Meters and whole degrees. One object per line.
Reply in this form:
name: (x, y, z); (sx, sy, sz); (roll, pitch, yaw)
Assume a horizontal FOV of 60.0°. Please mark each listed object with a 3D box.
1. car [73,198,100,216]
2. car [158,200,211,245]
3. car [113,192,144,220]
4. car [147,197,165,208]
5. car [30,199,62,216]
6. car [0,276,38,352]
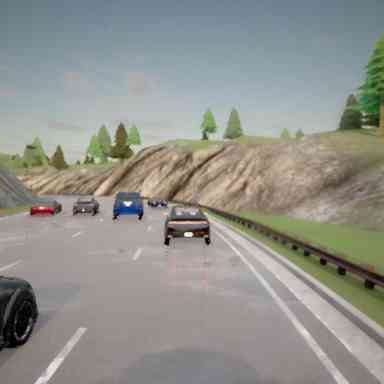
car: (-9.122, 1.225, 28.874); (2.128, 1.511, 4.902); (0, 1, -11)
car: (-0.288, 1.354, 14.905); (2.128, 1.511, 4.902); (0, 1, -4)
car: (-4.961, 0.982, 26.085); (2.150, 2.045, 5.566); (0, 1, -9)
car: (-4.222, 1.236, 39.677); (1.895, 1.301, 4.718); (0, 1, -14)
car: (-12.871, 1.292, 29.473); (1.994, 1.385, 4.181); (0, 1, -12)
car: (-3.409, 1.530, 3.554); (1.994, 1.385, 4.181); (0, 1, 0)
